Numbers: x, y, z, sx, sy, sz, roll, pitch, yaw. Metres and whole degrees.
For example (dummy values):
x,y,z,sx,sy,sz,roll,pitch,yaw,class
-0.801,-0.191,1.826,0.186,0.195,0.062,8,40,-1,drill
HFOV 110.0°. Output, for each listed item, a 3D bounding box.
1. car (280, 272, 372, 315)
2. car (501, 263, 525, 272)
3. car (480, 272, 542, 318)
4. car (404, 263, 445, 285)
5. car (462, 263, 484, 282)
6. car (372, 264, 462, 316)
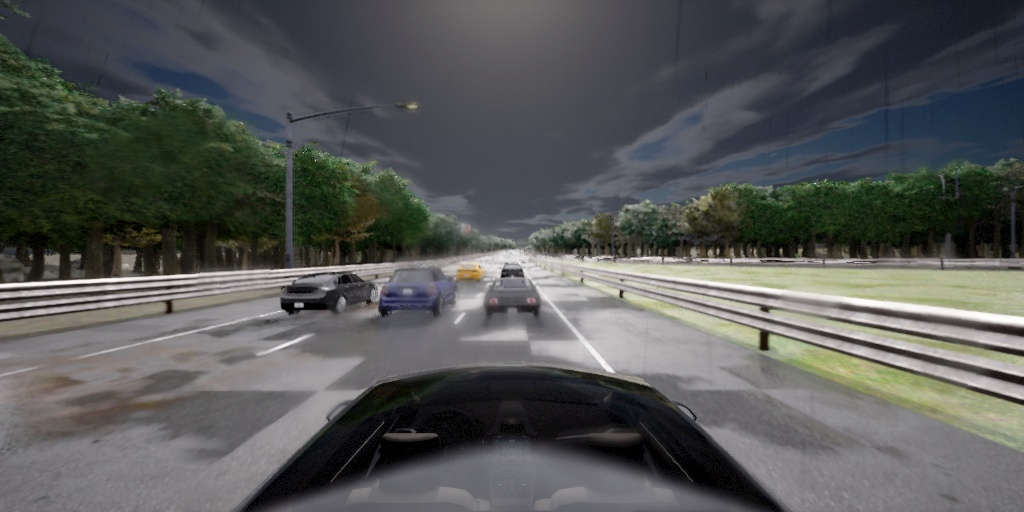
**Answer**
x,y,z,sx,sy,sz,roll,pitch,yaw,class
-6.955,1.363,14.160,1.837,1.490,4.892,0,0,0,car
0.051,1.359,30.273,1.882,1.535,5.008,0,0,0,car
0.040,1.454,13.531,1.895,1.301,4.718,0,0,0,car
-6.958,1.373,29.094,2.128,1.511,4.902,0,0,0,car
-3.448,1.359,30.280,1.882,1.535,5.008,0,0,0,car
-3.456,1.208,14.058,2.097,1.767,4.553,0,0,0,car
